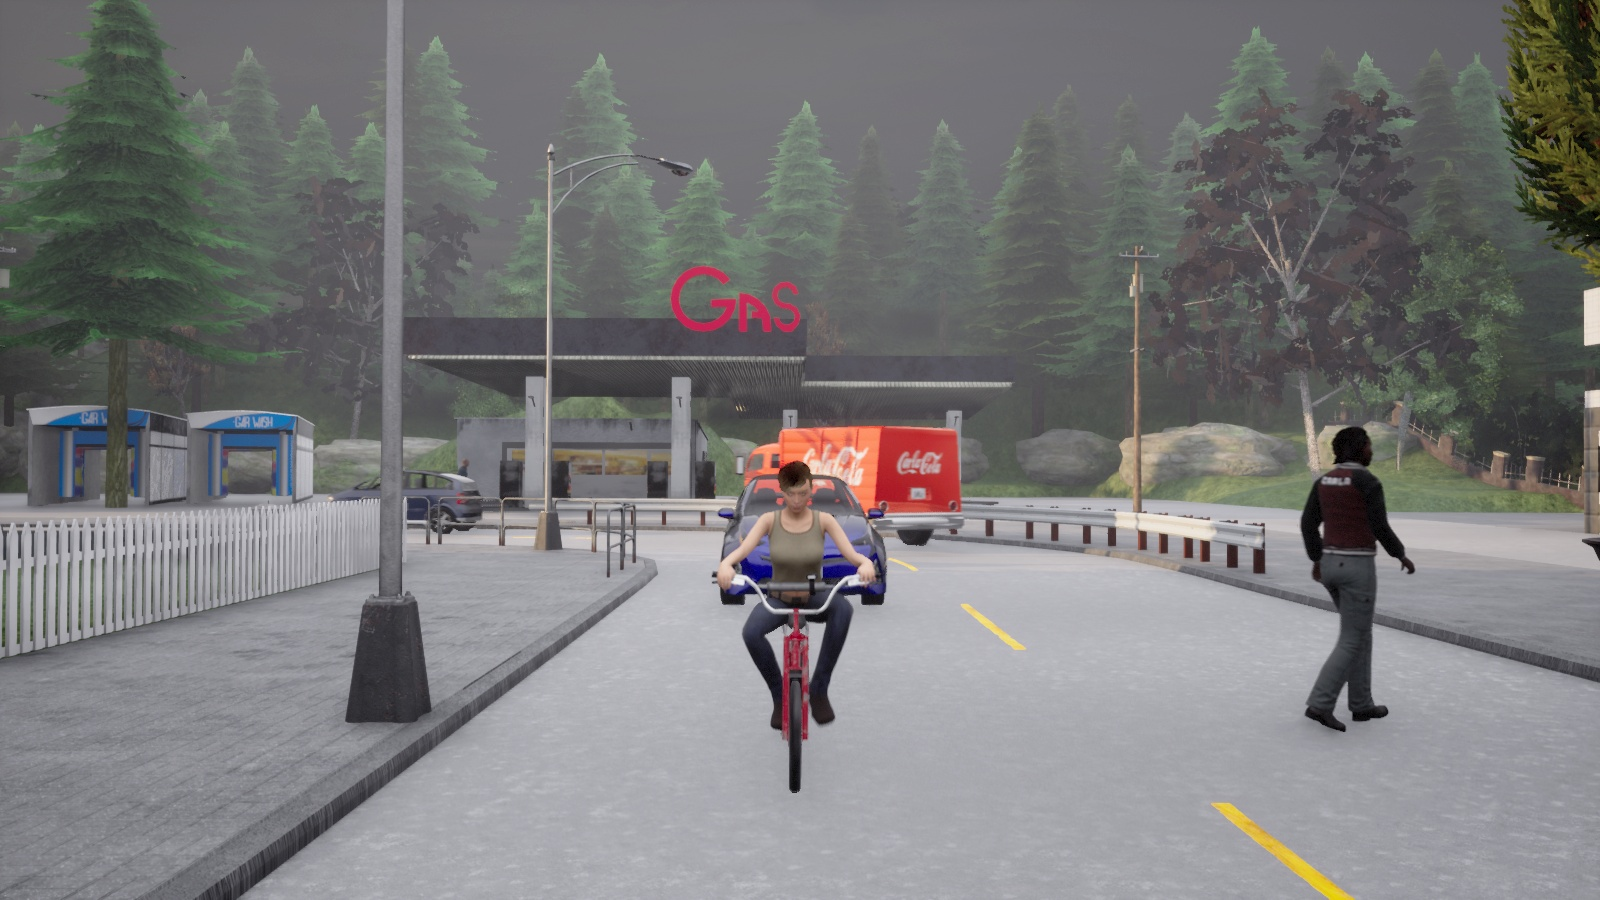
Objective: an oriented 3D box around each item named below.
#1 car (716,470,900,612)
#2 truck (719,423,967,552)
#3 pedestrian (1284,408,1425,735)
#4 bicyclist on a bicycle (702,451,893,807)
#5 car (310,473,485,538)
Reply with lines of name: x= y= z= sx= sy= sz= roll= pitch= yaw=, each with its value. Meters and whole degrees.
car: x=-0.033 y=1.027 z=15.933 sx=2.007 sy=1.525 sz=4.514 roll=0 pitch=-1 yaw=-3
truck: x=0.798 y=0.774 z=26.874 sx=2.627 sy=2.467 sz=5.204 roll=1 pitch=-2 yaw=-37
pedestrian: x=3.394 y=0.722 z=7.701 sx=0.666 sy=1.930 sz=0.402 roll=0 pitch=-1 yaw=-13
bicyclist on a bicycle: x=-0.012 y=0.857 z=6.494 sx=0.866 sy=1.612 sz=1.509 roll=0 pitch=-3 yaw=0
car: x=-9.874 y=1.350 z=30.979 sx=3.705 sy=1.549 sz=1.789 roll=0 pitch=-1 yaw=3
